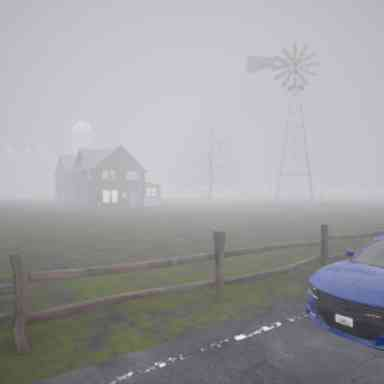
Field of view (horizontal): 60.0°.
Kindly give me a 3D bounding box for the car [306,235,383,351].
[{"bbox_3d":[4.115,1.495,5.996,5.008,1.535,1.882,0,0,-35],"label":"car"}]
